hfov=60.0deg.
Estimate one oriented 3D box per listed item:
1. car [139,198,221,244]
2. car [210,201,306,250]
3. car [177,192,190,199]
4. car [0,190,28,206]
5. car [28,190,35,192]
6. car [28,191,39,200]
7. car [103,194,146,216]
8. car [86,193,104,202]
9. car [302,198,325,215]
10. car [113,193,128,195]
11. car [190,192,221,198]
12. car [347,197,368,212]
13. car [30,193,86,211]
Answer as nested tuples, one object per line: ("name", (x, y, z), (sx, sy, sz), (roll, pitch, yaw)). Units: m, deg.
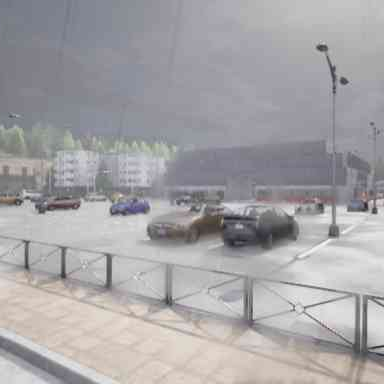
("car", (0.215, 1.282, 15.158), (2.152, 1.636, 5.027), (0, 0, 34))
("car", (2.841, 1.308, 13.441), (2.007, 1.523, 4.514), (0, 0, 34))
("car", (-0.499, 0.922, 46.825), (1.905, 1.878, 3.866), (0, 0, 34))
("car", (-23.442, 0.866, 41.377), (1.932, 1.855, 4.605), (0, 0, 34))
("car", (-32.552, 0.678, 67.760), (2.150, 2.045, 5.566), (0, 0, 34))
("car", (-23.571, 1.026, 53.559), (2.007, 1.523, 4.514), (0, 0, 34))
("car", (-5.284, 1.206, 28.157), (1.845, 1.501, 3.633), (0, 0, 34))
("car", (-16.583, 0.977, 57.338), (1.970, 1.475, 3.806), (0, 0, 34))
("car", (10.810, 1.329, 30.526), (1.970, 1.475, 3.806), (0, 0, 34))
("car", (-11.089, 0.931, 54.005), (2.152, 1.636, 5.027), (0, 0, 34))
("car", (2.137, 0.957, 45.536), (1.932, 1.855, 4.605), (0, 0, 34))
("car", (17.441, 1.331, 34.996), (1.845, 1.501, 3.633), (0, 0, 34))
("car", (-13.531, 1.132, 33.799), (2.007, 1.523, 4.514), (0, 0, 34))
